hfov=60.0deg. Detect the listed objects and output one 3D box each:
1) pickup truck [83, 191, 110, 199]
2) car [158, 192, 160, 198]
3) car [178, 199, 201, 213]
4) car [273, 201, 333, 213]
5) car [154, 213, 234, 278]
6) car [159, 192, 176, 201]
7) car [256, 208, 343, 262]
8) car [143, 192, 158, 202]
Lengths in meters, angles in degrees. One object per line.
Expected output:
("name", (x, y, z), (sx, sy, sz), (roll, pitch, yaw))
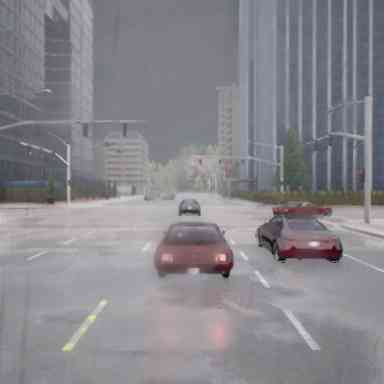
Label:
("pickup truck", (-21.304, 0.455, 74.875), (2.390, 2.098, 6.274), (0, 1, 30))
("car", (-8.245, 0.856, 78.920), (1.837, 1.490, 4.892), (0, 0, -1))
("car", (-0.252, 1.316, 30.683), (1.994, 1.385, 4.181), (0, 0, -1))
("car", (8.694, 1.390, 25.957), (4.718, 1.301, 1.895), (0, 0, -27))
("car", (0.058, 1.520, 9.865), (1.895, 1.301, 4.718), (0, 0, 0))
("car", (-4.505, 1.058, 62.638), (1.994, 1.385, 4.181), (0, 0, 0))
("car", (3.560, 1.469, 11.713), (1.994, 1.385, 4.181), (0, 1, 0))
("car", (-8.004, 0.999, 62.579), (1.837, 1.490, 4.892), (0, 1, 0))
